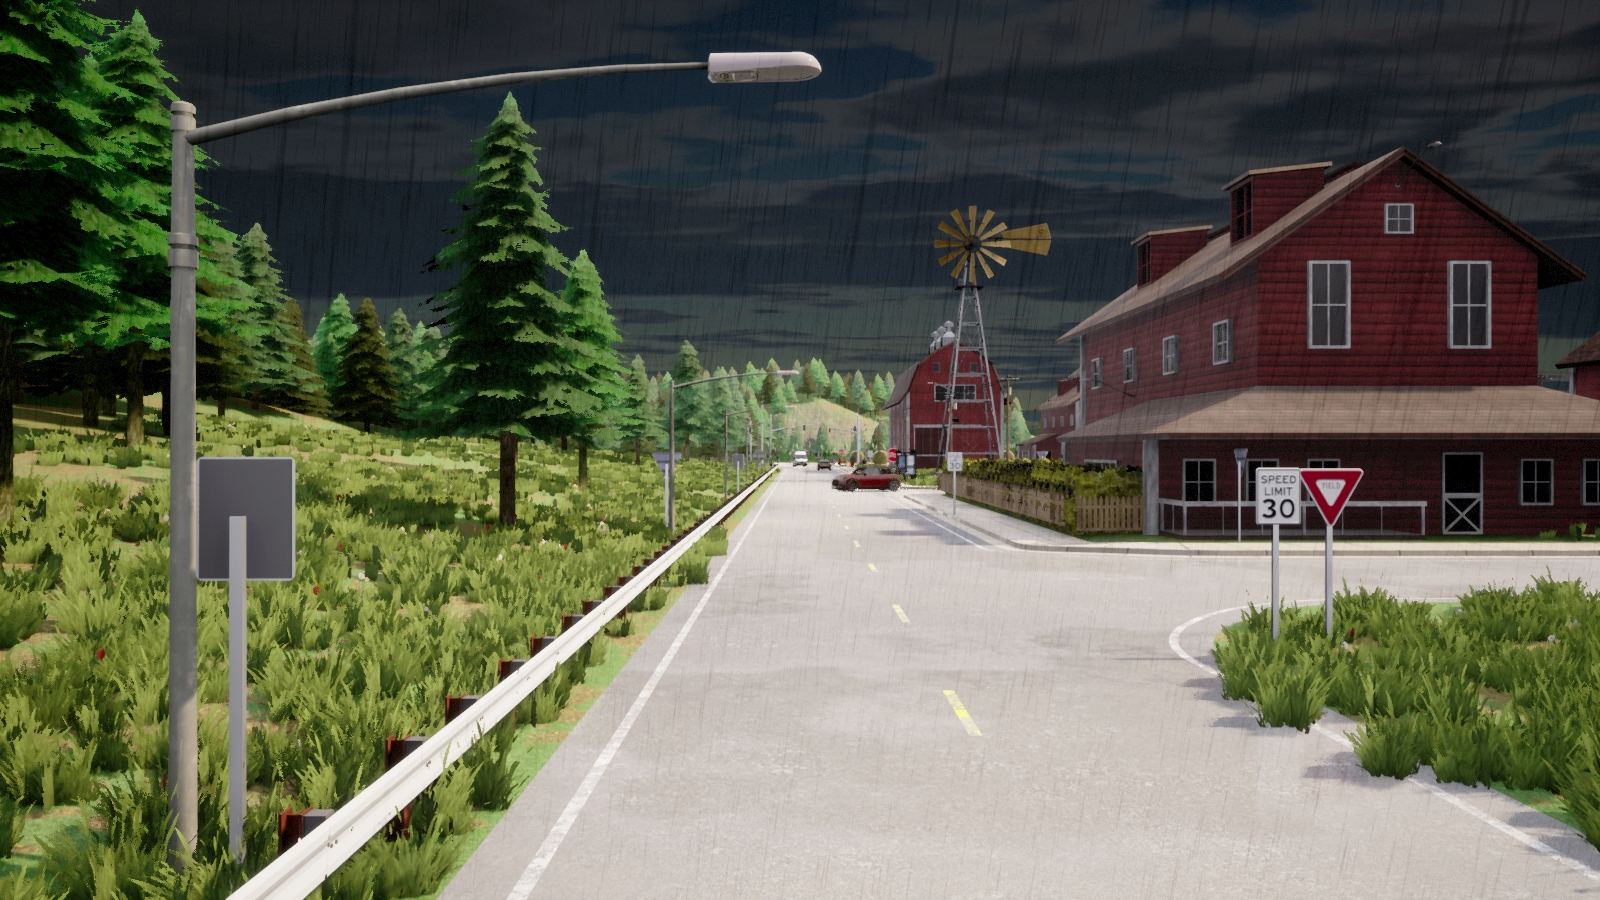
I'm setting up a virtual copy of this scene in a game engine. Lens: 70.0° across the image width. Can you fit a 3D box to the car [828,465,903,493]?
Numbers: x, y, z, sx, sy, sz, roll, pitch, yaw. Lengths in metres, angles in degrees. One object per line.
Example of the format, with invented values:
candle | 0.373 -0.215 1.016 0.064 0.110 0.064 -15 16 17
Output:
car | 4.359 1.906 76.553 4.553 1.767 2.097 0 0 -21
